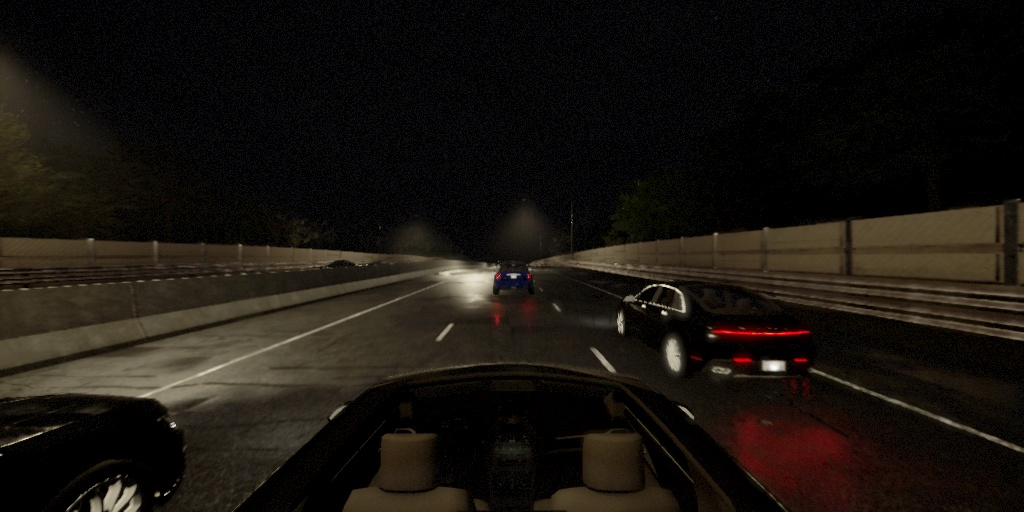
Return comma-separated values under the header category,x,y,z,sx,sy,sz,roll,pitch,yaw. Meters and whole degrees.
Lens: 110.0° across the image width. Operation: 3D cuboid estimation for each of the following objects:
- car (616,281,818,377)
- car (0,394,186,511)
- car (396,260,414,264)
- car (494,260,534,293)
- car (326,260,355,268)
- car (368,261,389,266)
category,x,y,z,sx,sy,sz,roll,pitch,yaw
car,3.595,1.255,7.344,1.837,1.490,4.892,0,0,0
car,-3.400,1.255,0.700,1.837,1.490,4.892,0,0,0
car,-14.089,1.262,47.547,2.128,1.511,4.902,0,-1,0
car,0.086,1.099,20.611,2.097,1.767,4.553,0,0,0
car,-21.079,1.254,44.273,1.837,1.490,4.892,0,0,0
car,-17.589,1.334,47.599,1.994,1.385,4.181,0,-1,0
